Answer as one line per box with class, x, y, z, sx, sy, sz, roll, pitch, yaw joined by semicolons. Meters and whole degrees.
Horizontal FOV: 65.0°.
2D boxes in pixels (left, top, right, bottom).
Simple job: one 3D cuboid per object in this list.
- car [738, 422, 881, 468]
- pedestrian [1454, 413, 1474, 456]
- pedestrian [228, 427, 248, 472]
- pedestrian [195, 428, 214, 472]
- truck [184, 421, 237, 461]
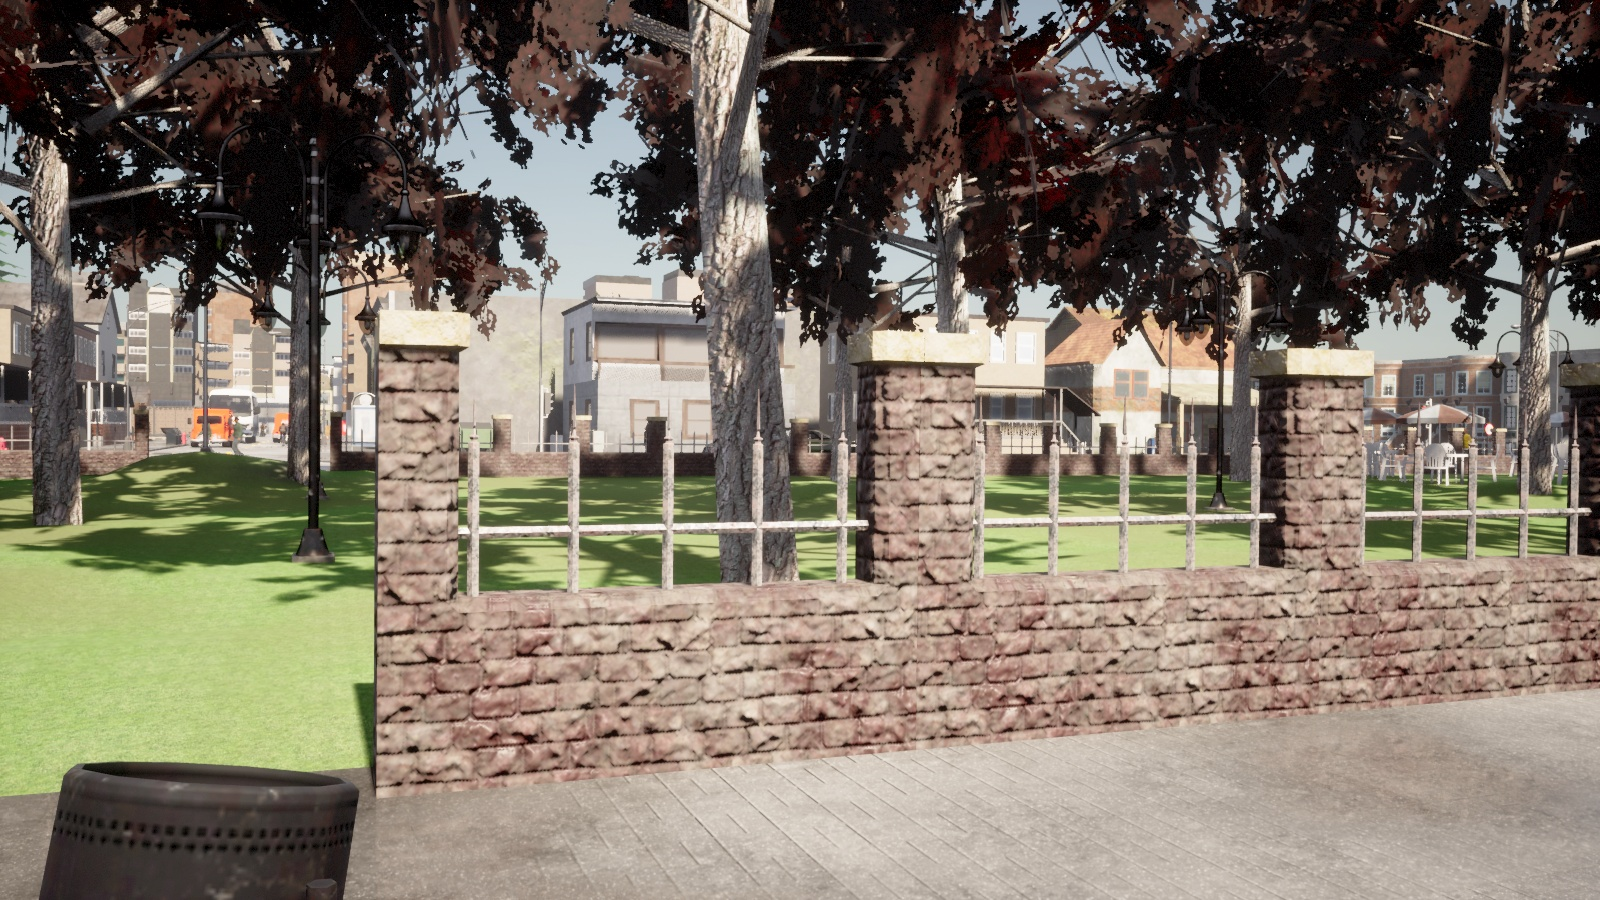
car;0.369;-0.210;48.096;5.027;1.651;2.152;-1;1;-21
pedestrian;27.961;-0.655;52.878;0.726;1.835;0.370;-1;1;-21
pedestrian;-23.402;-0.010;52.279;0.353;1.847;0.614;0;1;40
pedestrian;-24.886;0.003;52.489;0.353;1.847;0.614;0;1;43
truck;-37.422;-0.584;79.890;2.627;2.467;5.204;-1;1;-21
